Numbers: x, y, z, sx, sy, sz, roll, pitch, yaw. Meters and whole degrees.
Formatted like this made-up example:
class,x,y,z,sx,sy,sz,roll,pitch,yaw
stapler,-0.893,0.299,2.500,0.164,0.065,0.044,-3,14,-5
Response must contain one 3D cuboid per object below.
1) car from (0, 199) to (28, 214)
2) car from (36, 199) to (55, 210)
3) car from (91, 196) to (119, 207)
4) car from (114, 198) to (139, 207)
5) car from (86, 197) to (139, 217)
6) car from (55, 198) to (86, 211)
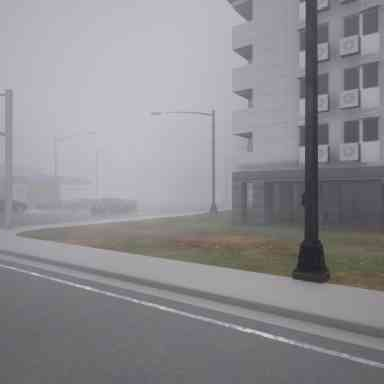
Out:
class,x,y,z,sx,sy,sz,roll,pitch,yaw
car,-19.373,1.478,33.718,1.882,1.535,5.008,0,0,36
car,-17.589,1.564,42.495,1.994,1.385,4.181,0,0,31
car,-13.369,1.478,51.668,1.882,1.535,5.008,0,0,16
car,-9.943,1.601,50.867,1.895,1.301,4.718,0,0,16
car,-7.447,1.352,32.002,2.097,1.767,4.553,0,0,35
car,-14.073,1.492,41.577,2.128,1.511,4.902,0,0,30
